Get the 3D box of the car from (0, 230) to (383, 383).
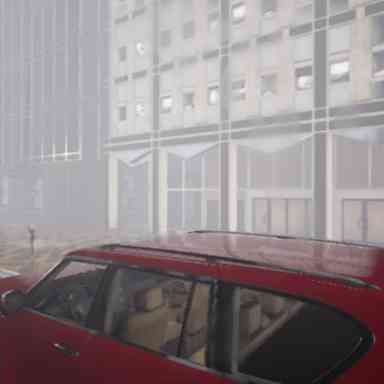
[{"bbox_3d":[-0.253,1.303,3.060,5.009,1.841,2.192,0,0,35],"label":"car"}]
